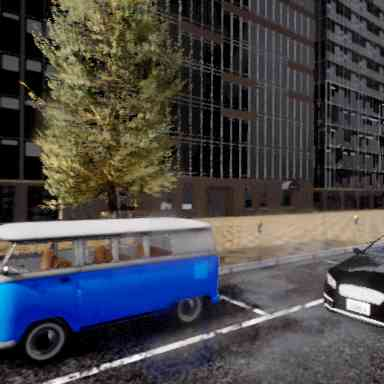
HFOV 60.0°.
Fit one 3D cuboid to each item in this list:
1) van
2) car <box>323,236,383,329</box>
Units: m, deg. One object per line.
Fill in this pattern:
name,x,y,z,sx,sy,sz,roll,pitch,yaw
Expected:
van,-1.399,1.361,5.560,3.998,1.788,1.690,1,0,-35
car,4.610,1.565,6.658,4.902,1.511,2.128,1,0,-35
